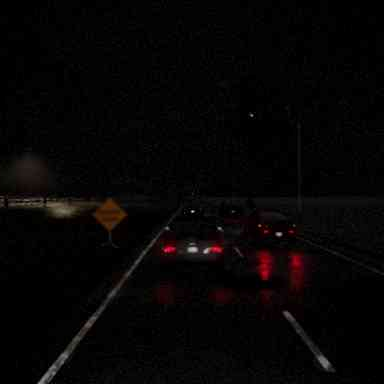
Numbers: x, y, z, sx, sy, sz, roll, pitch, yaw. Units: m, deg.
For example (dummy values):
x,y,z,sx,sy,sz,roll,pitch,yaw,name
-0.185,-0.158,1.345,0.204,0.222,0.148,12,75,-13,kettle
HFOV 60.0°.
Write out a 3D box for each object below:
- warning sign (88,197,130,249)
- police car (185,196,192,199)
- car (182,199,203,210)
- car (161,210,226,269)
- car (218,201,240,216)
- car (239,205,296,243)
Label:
x,y,z,sx,sy,sz,roll,pitch,yaw,name
-3.055,1.118,12.386,1.300,1.860,1.060,0,-1,0,warning sign
-1.034,2.177,92.487,1.930,1.638,5.238,0,0,0,police car
0.077,1.653,30.555,1.994,1.385,4.181,0,0,0,car
0.046,1.551,11.146,2.033,1.411,5.357,0,0,1,car
3.582,1.575,31.532,1.882,1.535,5.008,0,0,0,car
3.577,1.537,15.889,1.812,1.442,4.674,0,0,1,car
